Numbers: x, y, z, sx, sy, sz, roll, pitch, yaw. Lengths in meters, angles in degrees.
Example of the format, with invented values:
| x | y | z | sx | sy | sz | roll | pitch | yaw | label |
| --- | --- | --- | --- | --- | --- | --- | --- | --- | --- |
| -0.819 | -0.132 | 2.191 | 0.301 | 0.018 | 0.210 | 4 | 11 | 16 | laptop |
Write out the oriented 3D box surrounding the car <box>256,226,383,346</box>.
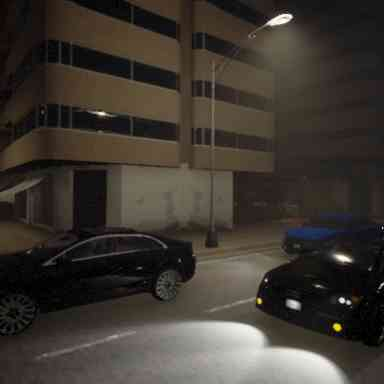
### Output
| x | y | z | sx | sy | sz | roll | pitch | yaw | label |
| --- | --- | --- | --- | --- | --- | --- | --- | --- | --- |
| 3.186 | 1.613 | 6.476 | 4.181 | 1.385 | 1.994 | 1 | 0 | -37 | car |

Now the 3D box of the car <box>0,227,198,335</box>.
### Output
| x | y | z | sx | sy | sz | roll | pitch | yaw | label |
| --- | --- | --- | --- | --- | --- | --- | --- | --- | --- |
| -2.145 | 1.512 | 6.824 | 4.902 | 1.511 | 2.128 | 1 | 0 | -37 | car |

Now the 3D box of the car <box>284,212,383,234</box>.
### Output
| x | y | z | sx | sy | sz | roll | pitch | yaw | label |
| --- | --- | --- | --- | --- | --- | --- | --- | --- | --- |
| 5.492 | 1.570 | 12.654 | 5.008 | 1.535 | 1.882 | 1 | 0 | -38 | car |
